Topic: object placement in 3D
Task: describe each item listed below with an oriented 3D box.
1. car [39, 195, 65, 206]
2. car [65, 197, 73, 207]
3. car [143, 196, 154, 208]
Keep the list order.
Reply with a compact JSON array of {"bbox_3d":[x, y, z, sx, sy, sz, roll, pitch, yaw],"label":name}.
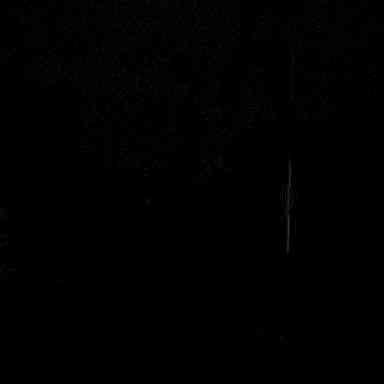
[{"bbox_3d":[-18.669,1.193,45.639,2.128,1.511,4.902,2,-2,20],"label":"car"},{"bbox_3d":[-14.794,1.484,46.103,1.895,1.301,4.718,2,-2,20],"label":"car"},{"bbox_3d":[-8.921,1.754,62.228,2.150,2.045,5.566,2,-2,20],"label":"car"}]
